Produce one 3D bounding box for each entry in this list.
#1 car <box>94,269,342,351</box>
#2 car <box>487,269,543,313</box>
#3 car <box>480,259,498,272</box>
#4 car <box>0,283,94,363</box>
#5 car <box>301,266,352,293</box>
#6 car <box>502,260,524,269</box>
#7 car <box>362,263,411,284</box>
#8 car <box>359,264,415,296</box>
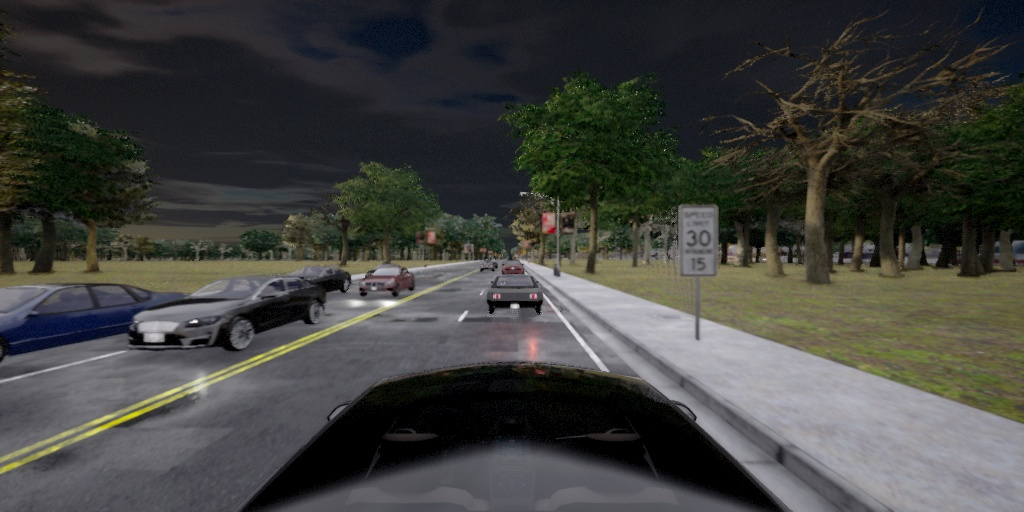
[{"bbox_3d":[-6.593,1.244,9.057,2.128,1.511,4.902,0,0,0],"label":"car"},{"bbox_3d":[0.100,1.355,13.974,1.895,1.301,4.718,0,0,0],"label":"car"},{"bbox_3d":[-3.153,1.329,46.862,2.033,1.411,5.357,0,0,0],"label":"car"},{"bbox_3d":[-9.845,1.299,7.691,2.033,1.411,5.357,0,0,0],"label":"car"},{"bbox_3d":[-9.815,1.249,17.986,2.128,1.511,4.902,0,0,1],"label":"car"},{"bbox_3d":[0.099,1.123,34.683,2.097,1.767,4.553,0,0,0],"label":"car"},{"bbox_3d":[-9.751,1.313,28.378,2.033,1.411,5.357,0,0,0],"label":"car"},{"bbox_3d":[-6.560,1.284,19.388,1.812,1.442,4.674,0,0,0],"label":"car"}]
